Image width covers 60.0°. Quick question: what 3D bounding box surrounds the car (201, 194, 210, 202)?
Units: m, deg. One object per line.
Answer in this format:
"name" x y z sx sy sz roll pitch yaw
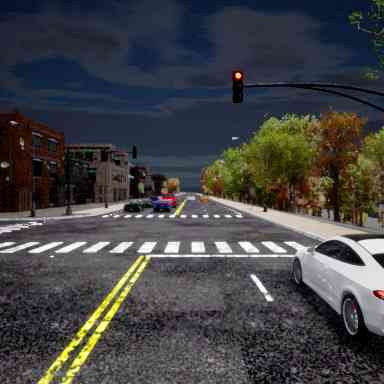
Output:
"car" 3.152 1.348 78.752 2.097 1.767 4.553 0 0 0

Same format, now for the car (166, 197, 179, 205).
"car" -3.379 1.557 58.370 1.994 1.385 4.181 0 0 0

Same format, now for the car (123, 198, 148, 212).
"car" -6.603 1.595 38.420 1.895 1.301 4.718 0 0 0

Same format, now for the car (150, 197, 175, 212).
"car" -3.353 1.595 38.429 1.895 1.301 4.718 0 0 0

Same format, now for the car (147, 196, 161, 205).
"car" -6.628 1.519 58.244 1.812 1.442 4.674 0 0 0

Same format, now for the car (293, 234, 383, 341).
"car" 3.352 1.525 6.343 1.812 1.442 4.674 0 0 2

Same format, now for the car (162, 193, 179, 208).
"car" -3.379 1.215 48.320 2.150 2.045 5.566 0 0 -1

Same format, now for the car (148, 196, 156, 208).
"car" -6.627 1.541 48.206 2.033 1.411 5.357 0 0 -1

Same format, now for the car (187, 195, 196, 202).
"car" -0.098 1.517 78.864 1.812 1.442 4.674 0 0 0
